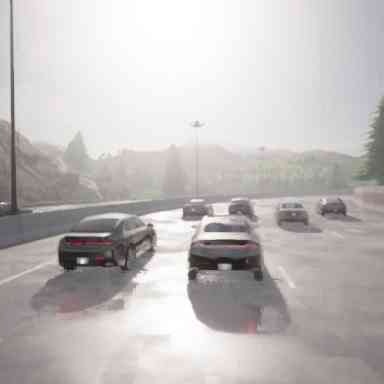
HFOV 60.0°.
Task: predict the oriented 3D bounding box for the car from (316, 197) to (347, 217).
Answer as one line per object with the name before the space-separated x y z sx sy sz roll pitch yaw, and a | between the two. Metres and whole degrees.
car | 11.272 1.160 27.100 2.128 1.511 4.902 0 1 14

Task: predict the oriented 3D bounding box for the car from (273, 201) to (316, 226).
car | 6.317 1.306 21.426 2.033 1.411 5.357 0 1 12

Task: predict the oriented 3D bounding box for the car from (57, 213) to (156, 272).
car | -2.441 1.430 10.620 1.837 1.490 4.892 -1 0 6

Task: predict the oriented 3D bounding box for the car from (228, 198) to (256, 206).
car | 4.006 1.235 26.888 1.837 1.490 4.892 -1 0 13

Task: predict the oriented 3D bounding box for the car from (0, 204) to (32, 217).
car | -11.914 1.467 20.114 2.033 1.411 5.357 0 0 10

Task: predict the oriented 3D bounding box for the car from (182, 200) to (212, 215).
car | 0.541 1.318 27.355 1.994 1.385 4.181 0 1 13

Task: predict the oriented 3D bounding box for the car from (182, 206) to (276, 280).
car | 0.962 1.398 9.667 2.128 1.511 4.902 0 1 6
